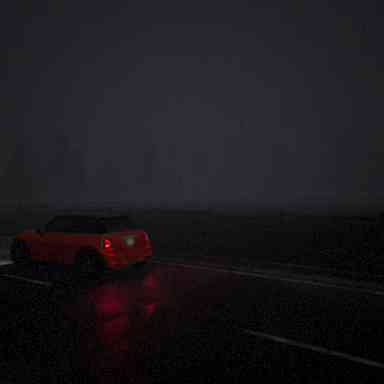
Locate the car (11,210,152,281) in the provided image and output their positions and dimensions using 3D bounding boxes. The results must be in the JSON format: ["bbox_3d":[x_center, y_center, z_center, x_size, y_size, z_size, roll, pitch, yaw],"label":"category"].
[{"bbox_3d":[-3.519,1.420,10.294,4.553,1.767,2.097,-1,0,31],"label":"car"}]
